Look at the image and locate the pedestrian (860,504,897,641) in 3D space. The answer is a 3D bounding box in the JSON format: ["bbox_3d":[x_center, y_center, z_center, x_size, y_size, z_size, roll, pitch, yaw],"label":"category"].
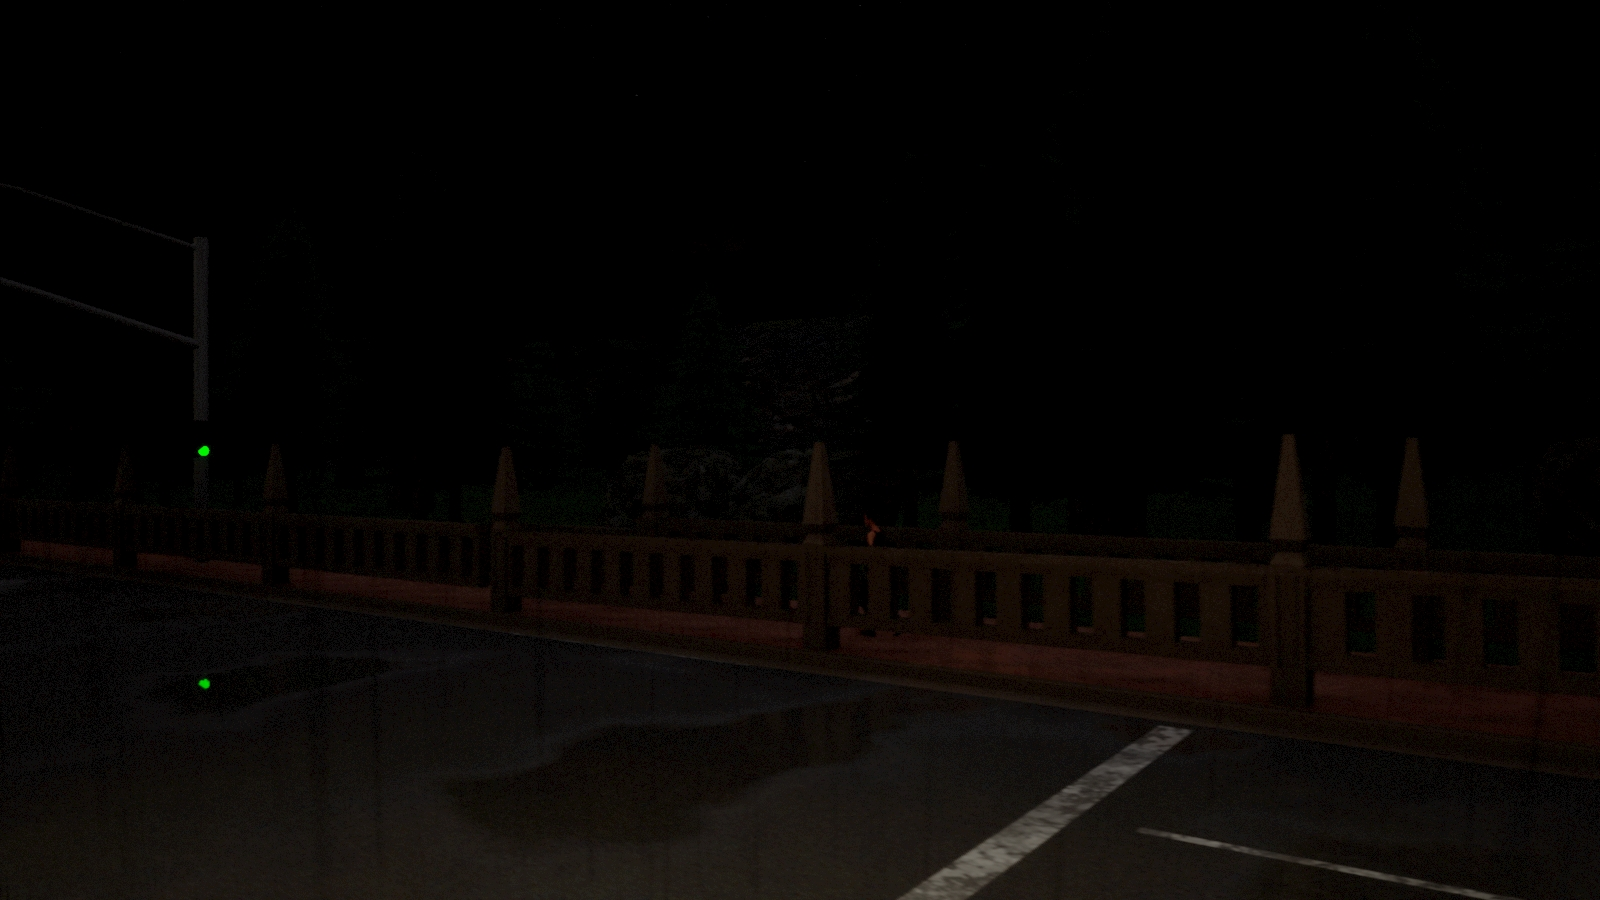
[{"bbox_3d":[1.105,1.701,16.010,0.375,1.860,0.375,0,0,35],"label":"pedestrian"}]
